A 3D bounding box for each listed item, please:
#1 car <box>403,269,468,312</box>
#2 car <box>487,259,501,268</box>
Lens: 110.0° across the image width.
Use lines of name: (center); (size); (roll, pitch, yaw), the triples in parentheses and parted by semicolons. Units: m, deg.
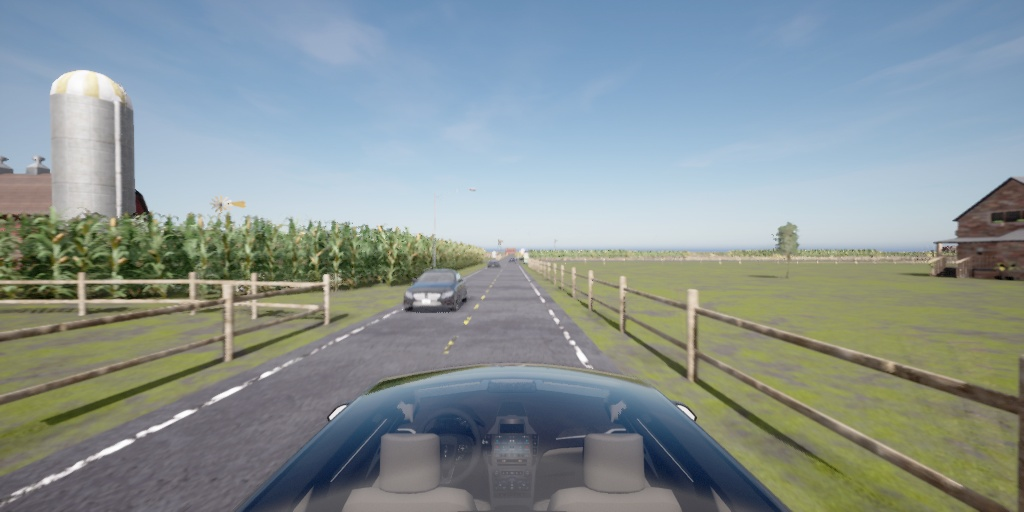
car: (-2.848, 1.256, 14.228); (1.812, 1.442, 4.674); (0, 0, 0)
car: (-2.802, 1.206, 55.694); (1.994, 1.385, 4.181); (0, 0, 0)
